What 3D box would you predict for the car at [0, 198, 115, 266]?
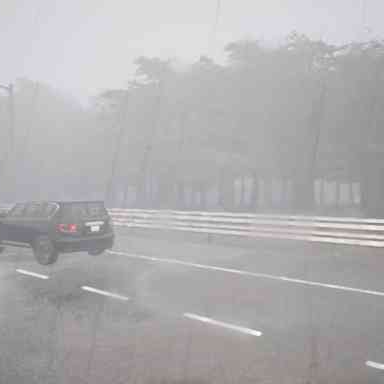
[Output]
[{"bbox_3d":[-5.184,1.237,11.876,5.566,2.045,2.150,0,0,36],"label":"car"}]
